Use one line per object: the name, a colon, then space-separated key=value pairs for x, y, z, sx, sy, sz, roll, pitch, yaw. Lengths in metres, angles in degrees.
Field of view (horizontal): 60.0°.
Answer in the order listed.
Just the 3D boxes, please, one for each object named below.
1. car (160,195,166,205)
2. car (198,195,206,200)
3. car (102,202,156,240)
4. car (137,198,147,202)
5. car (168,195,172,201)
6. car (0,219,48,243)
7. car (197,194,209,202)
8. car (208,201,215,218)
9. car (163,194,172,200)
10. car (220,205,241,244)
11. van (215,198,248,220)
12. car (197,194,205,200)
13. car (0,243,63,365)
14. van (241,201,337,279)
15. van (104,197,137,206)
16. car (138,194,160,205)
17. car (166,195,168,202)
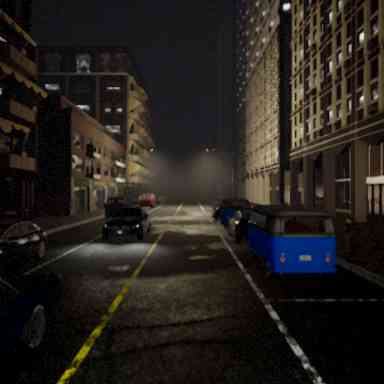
car: x=-5.889 y=1.415 z=54.832 sx=1.947 sy=1.339 sz=4.313 roll=0 pitch=0 yaw=0
car: x=2.387 y=1.363 z=83.106 sx=1.802 sy=1.307 sz=4.206 roll=0 pitch=0 yaw=0
car: x=-3.142 y=1.476 z=16.803 sx=1.812 sy=1.442 sz=4.674 roll=0 pitch=0 yaw=0
car: x=-5.805 y=1.490 z=32.238 sx=1.802 sy=1.307 sz=4.206 roll=0 pitch=0 yaw=0
car: x=-5.951 y=1.336 z=71.607 sx=1.752 sy=1.417 sz=4.829 roll=0 pitch=0 yaw=0
car: x=-5.722 y=1.525 z=9.644 sx=2.008 sy=1.369 sz=4.403 roll=0 pitch=0 yaw=0
car: x=2.449 y=1.398 z=66.159 sx=1.802 sy=1.307 sz=4.206 roll=0 pitch=0 yaw=0
car: x=2.595 y=1.483 z=26.620 sx=1.947 sy=1.339 sz=4.313 roll=0 pitch=0 yaw=0
car: x=-5.993 y=1.333 z=83.075 sx=1.887 sy=1.381 sz=4.507 roll=0 pitch=0 yaw=0
car: x=2.638 y=1.501 z=15.323 sx=2.008 sy=1.369 sz=4.403 roll=0 pitch=0 yaw=0
van: x=2.617 y=1.275 z=20.971 sx=1.690 sy=1.788 sz=3.998 roll=0 pitch=0 yaw=0
car: x=2.366 y=1.211 z=88.753 sx=1.967 sy=1.590 sz=4.097 roll=0 pitch=0 yaw=0
car: x=-3.109 y=1.592 z=3.408 sx=1.895 sy=1.301 sz=4.718 roll=0 pitch=0 yaw=0
van: x=2.658 y=1.308 z=9.673 sx=1.690 sy=1.788 sz=3.998 roll=0 pitch=0 yaw=0
van: x=-5.785 y=1.265 z=26.588 sx=1.690 sy=1.788 sz=3.998 roll=0 pitch=0 yaw=0
car: x=-5.847 y=1.193 z=43.534 sx=2.192 sy=1.841 sz=5.009 roll=0 pitch=0 yaw=0
car: x=-5.909 y=1.386 z=60.480 sx=2.008 sy=1.369 sz=4.403 roll=0 pitch=0 yaw=0
